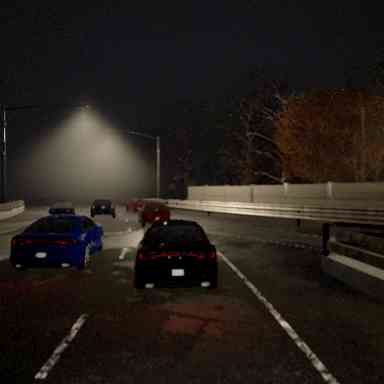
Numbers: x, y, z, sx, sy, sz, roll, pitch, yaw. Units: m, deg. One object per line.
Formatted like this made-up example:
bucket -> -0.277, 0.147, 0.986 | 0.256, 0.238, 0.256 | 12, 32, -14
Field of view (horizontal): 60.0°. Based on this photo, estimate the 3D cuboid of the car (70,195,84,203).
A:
car -> -24.195, 1.543, 69.079 | 1.882, 1.535, 5.008 | 0, 0, -40

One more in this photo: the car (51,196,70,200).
car -> -27.130, 1.462, 67.191 | 2.033, 1.411, 5.357 | 0, 0, -40

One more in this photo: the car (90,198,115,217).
car -> -8.354, 1.379, 31.004 | 2.097, 1.767, 4.553 | 0, 0, -16

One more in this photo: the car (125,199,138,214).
car -> -5.833, 1.507, 35.682 | 1.882, 1.535, 5.008 | 0, 0, -23

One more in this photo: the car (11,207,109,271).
car -> -4.199, 1.488, 11.116 | 1.882, 1.535, 5.008 | 0, 0, -6

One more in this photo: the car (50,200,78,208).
car -> -11.638, 1.630, 30.000 | 1.895, 1.301, 4.718 | 0, 0, -16

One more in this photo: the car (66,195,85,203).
car -> -24.386, 1.445, 69.364 | 2.128, 1.511, 4.902 | 0, 0, -40

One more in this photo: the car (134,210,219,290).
car -> -0.492, 1.484, 9.223 | 1.882, 1.535, 5.008 | 0, 0, -5

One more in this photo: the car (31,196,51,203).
car -> -29.873, 1.464, 65.018 | 2.033, 1.411, 5.357 | 0, 0, -40

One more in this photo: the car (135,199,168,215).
car -> -2.675, 1.495, 23.196 | 1.882, 1.535, 5.008 | 0, 0, -13
